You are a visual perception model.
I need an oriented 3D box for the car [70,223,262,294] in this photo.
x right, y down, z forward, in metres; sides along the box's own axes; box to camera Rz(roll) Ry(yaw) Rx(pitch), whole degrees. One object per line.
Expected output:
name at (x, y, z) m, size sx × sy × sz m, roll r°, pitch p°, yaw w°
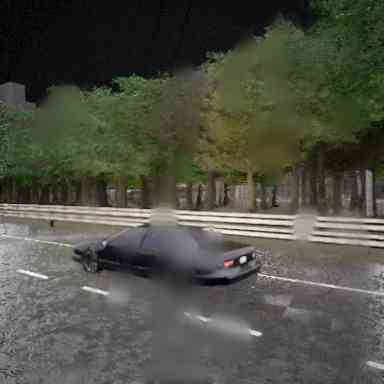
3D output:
car at (-0.913, 1.550, 8.835) m, size 5.357 × 1.411 × 2.033 m, roll 0°, pitch 0°, yaw 35°
